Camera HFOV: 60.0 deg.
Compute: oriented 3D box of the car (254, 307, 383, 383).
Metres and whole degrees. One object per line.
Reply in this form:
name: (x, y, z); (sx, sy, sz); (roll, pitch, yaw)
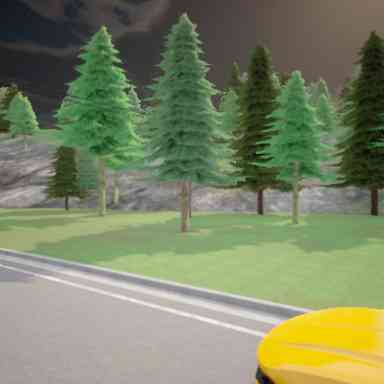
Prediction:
car: (2.818, 1.478, 1.982); (5.008, 1.535, 1.882); (0, 0, 36)
